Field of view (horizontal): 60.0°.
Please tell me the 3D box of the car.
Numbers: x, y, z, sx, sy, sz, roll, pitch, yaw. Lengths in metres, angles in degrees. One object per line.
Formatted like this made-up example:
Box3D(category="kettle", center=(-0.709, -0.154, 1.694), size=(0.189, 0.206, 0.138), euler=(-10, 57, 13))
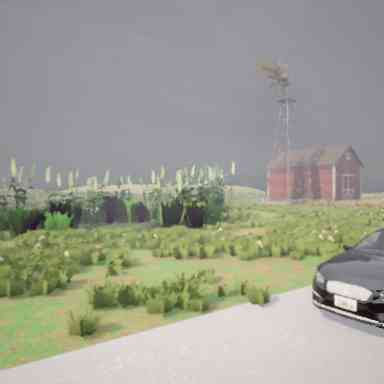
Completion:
Box3D(category="car", center=(4.400, 1.477, 6.649), size=(4.902, 1.511, 2.128), euler=(0, 0, -36))
